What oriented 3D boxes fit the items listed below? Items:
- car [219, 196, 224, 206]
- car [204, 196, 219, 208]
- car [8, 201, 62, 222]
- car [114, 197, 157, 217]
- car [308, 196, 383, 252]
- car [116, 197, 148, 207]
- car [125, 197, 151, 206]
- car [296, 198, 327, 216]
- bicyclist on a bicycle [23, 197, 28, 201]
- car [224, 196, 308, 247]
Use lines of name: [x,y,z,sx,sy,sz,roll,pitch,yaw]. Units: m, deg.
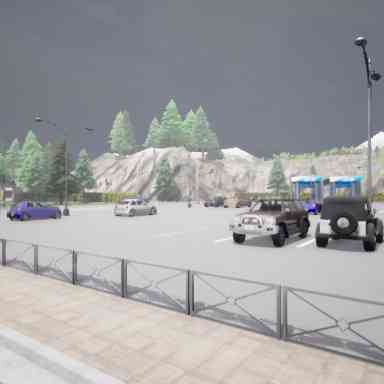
car: [6.074,1.344,44.337,2.152,1.636,5.027,0,0,35]
car: [3.490,1.353,46.116,2.007,1.523,4.514,0,0,35]
car: [-11.618,1.387,24.914,1.845,1.501,3.633,0,0,35]
car: [-4.883,1.398,29.225,1.970,1.475,3.806,0,0,35]
car: [6.038,1.090,12.661,1.905,1.878,3.866,0,0,35]
car: [-9.428,1.510,52.425,2.128,1.511,4.902,0,0,35]
car: [-9.435,1.575,58.528,1.812,1.442,4.674,0,0,35]
car: [11.263,1.333,31.211,1.845,1.501,3.633,0,0,35]
bicyclist on a bicycle: [-17.238,1.314,34.460,1.656,1.620,0.582,0,0,35]
car: [3.433,1.111,14.012,1.932,1.855,4.605,0,0,35]
